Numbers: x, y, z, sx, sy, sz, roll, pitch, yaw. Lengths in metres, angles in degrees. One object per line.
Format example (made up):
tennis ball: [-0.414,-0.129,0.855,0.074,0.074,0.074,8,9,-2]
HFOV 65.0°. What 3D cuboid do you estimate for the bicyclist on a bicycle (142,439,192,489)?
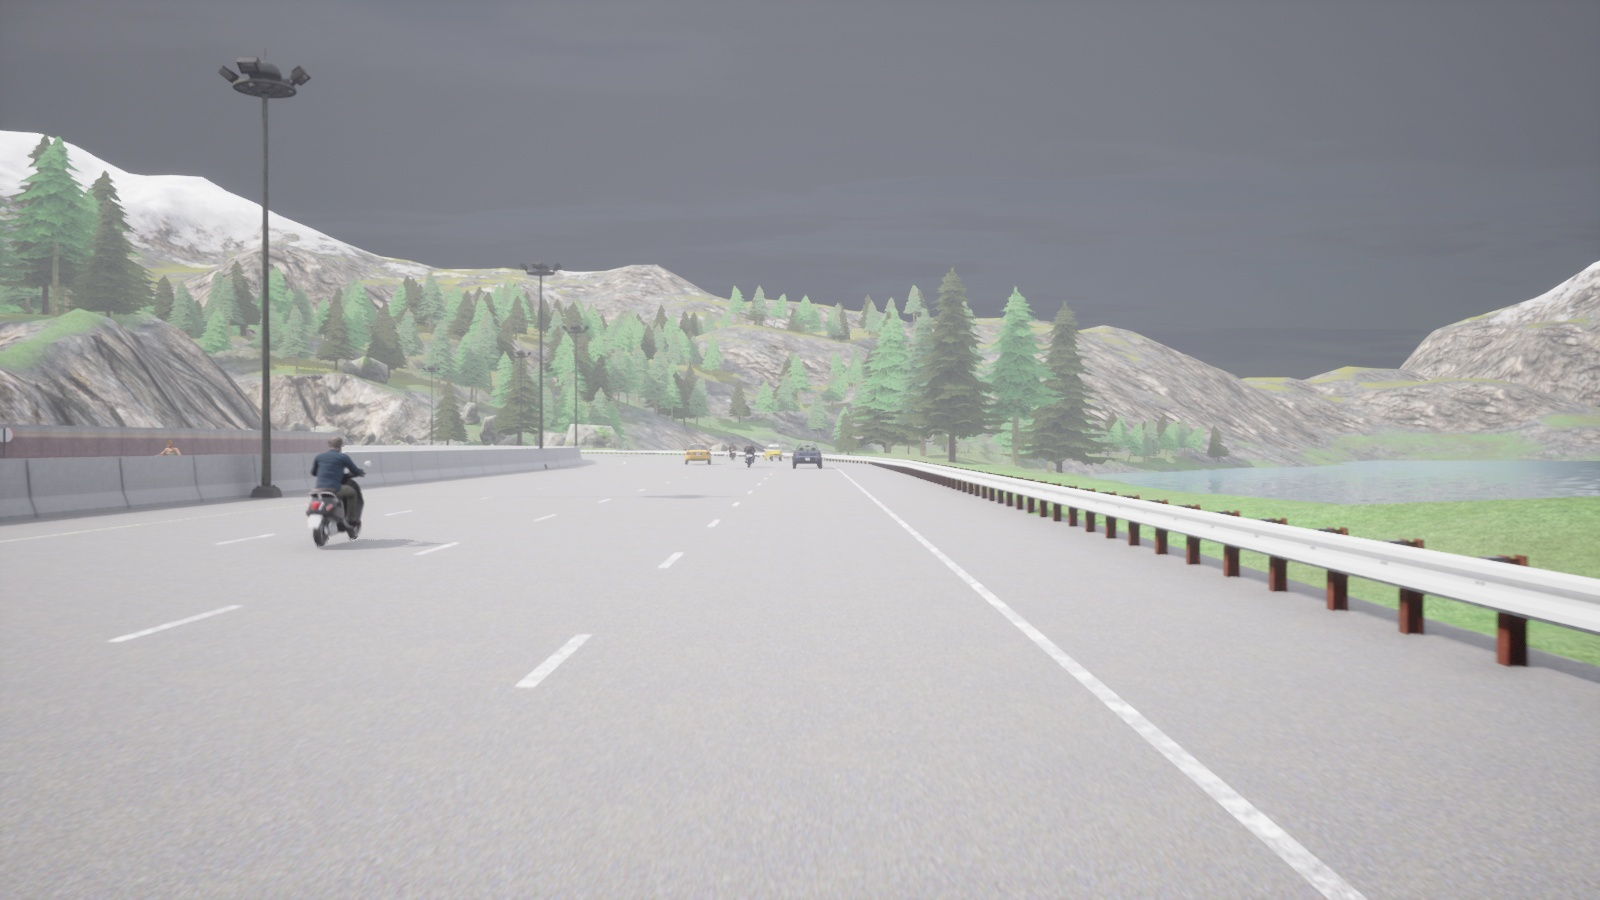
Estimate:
bicyclist on a bicycle: [-20.753,0.434,41.178,0.866,1.612,1.509,0,0,0]

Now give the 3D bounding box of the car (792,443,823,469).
car: [0.415,0.334,75.616,1.816,1.474,4.193,0,0,0]

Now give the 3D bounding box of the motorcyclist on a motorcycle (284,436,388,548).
motorcyclist on a motorcycle: [-6.877,0.589,18.705,0.866,1.590,1.817,0,0,0]

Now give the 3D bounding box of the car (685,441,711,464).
car: [-7.226,0.180,88.630,1.801,1.575,5.366,0,0,-5]
